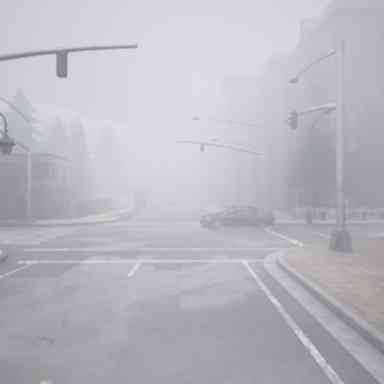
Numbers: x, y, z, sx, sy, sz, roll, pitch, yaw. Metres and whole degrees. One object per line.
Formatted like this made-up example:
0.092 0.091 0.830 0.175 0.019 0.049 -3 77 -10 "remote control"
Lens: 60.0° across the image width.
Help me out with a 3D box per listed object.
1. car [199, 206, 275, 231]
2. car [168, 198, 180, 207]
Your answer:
2.953 1.690 21.867 4.902 1.511 2.128 0 -1 -4 "car"
-3.494 1.973 65.998 2.097 1.767 4.553 0 0 0 "car"
